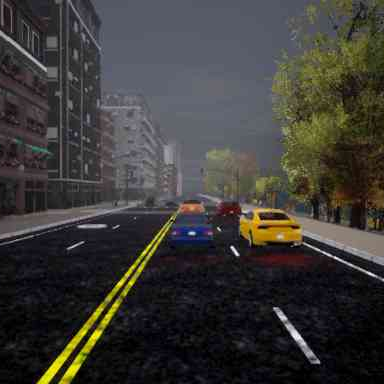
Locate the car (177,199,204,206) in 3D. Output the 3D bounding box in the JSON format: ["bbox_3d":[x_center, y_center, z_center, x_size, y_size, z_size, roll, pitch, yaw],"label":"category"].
[{"bbox_3d":[0.000,1.366,29.620,2.097,1.767,4.553,0,0,0],"label":"car"}]

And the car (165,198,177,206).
[{"bbox_3d":[-3.250,1.615,53.651,2.033,1.411,5.357,0,0,0],"label":"car"}]

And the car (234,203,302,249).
[{"bbox_3d":[3.250,1.482,14.650,1.882,1.535,5.008,0,0,0],"label":"car"}]

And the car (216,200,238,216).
[{"bbox_3d":[3.250,1.485,29.650,1.882,1.535,5.008,0,0,0],"label":"car"}]

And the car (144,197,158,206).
[{"bbox_3d":[-6.500,1.573,53.651,1.837,1.490,4.892,0,0,0],"label":"car"}]

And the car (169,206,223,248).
[{"bbox_3d":[0.000,1.561,14.650,2.033,1.411,5.357,0,0,0],"label":"car"}]
